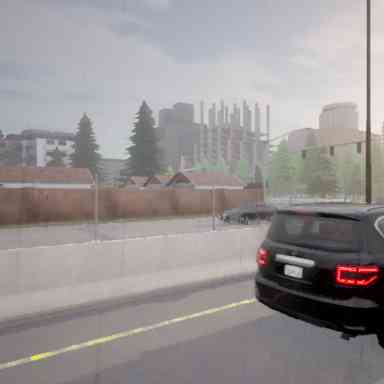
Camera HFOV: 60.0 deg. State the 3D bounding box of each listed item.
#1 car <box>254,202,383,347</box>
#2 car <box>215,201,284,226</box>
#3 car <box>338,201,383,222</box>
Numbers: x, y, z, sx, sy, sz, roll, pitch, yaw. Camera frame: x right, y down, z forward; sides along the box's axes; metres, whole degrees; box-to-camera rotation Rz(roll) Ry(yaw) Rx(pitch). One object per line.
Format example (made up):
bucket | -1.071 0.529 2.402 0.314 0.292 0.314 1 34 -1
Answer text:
car | 3.632 1.219 6.327 5.566 2.045 2.150 0 0 -36
car | 4.230 1.483 24.134 4.902 1.511 2.128 0 0 -35
car | 13.792 1.523 26.561 4.674 1.442 1.812 0 0 -35
